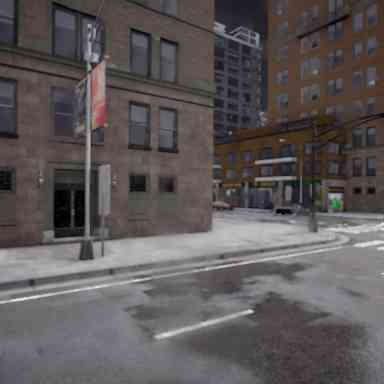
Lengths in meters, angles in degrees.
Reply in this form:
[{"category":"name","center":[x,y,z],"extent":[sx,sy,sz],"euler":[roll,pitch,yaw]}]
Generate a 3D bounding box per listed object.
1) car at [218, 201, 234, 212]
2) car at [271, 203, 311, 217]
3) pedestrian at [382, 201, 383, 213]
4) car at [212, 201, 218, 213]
[{"category":"car","center":[3.673,1.797,42.901],"extent":[1.802,1.307,4.206],"euler":[1,0,-35]},{"category":"car","center":[10.027,1.783,33.894],"extent":[1.947,1.339,4.313],"euler":[1,0,-35]},{"category":"pedestrian","center":[16.970,1.393,29.041],"extent":[0.375,1.860,0.375],"euler":[1,0,-35]},{"category":"car","center":[0.294,1.565,33.773],"extent":[1.967,1.590,4.097],"euler":[1,0,-35]}]
